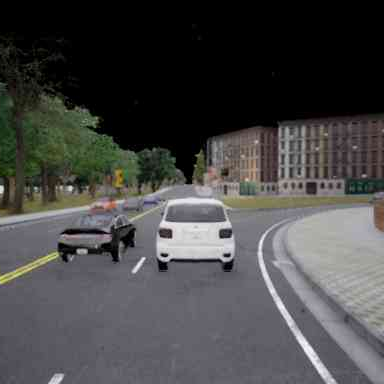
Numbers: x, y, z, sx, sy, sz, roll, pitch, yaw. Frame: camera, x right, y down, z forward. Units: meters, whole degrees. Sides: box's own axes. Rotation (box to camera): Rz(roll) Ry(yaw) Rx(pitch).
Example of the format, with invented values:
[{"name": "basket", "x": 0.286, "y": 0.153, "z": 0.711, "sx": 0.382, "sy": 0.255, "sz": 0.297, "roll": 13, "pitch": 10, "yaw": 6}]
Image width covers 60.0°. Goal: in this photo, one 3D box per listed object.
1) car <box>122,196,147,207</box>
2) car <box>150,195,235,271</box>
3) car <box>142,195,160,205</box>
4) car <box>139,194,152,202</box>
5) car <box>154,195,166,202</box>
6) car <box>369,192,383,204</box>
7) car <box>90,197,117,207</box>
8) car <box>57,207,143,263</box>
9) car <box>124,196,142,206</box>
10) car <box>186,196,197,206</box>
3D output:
[{"name": "car", "x": -6.656, "y": 1.518, "z": 37.578, "sx": 1.837, "sy": 1.490, "sz": 4.892, "roll": 0, "pitch": 0, "yaw": 0}, {"name": "car", "x": 0.092, "y": 1.234, "z": 11.114, "sx": 2.150, "sy": 2.045, "sz": 5.566, "roll": 0, "pitch": 0, "yaw": 0}, {"name": "car", "x": -6.649, "y": 1.415, "z": 54.002, "sx": 1.882, "sy": 1.535, "sz": 5.008, "roll": 0, "pitch": 1, "yaw": 0}, {"name": "car", "x": -9.878, "y": 1.305, "z": 71.236, "sx": 2.128, "sy": 1.511, "sz": 4.902, "roll": 0, "pitch": 1, "yaw": 0}, {"name": "car", "x": -6.624, "y": 1.348, "z": 69.419, "sx": 1.994, "sy": 1.385, "sz": 4.181, "roll": 0, "pitch": 1, "yaw": 0}, {"name": "car", "x": 27.862, "y": 0.826, "z": 48.270, "sx": 4.553, "sy": 1.767, "sz": 2.097, "roll": -2, "pitch": 2, "yaw": -32}, {"name": "car", "x": -9.905, "y": 1.369, "z": 37.462, "sx": 2.097, "sy": 1.767, "sz": 4.553, "roll": 0, "pitch": 0, "yaw": 0}, {"name": "car", "x": -3.167, "y": 1.500, "z": 11.989, "sx": 2.128, "sy": 1.511, "sz": 4.902, "roll": 0, "pitch": 0, "yaw": 0}, {"name": "car", "x": -9.879, "y": 1.473, "z": 56.237, "sx": 2.033, "sy": 1.411, "sz": 5.357, "roll": 0, "pitch": 0, "yaw": 1}, {"name": "car", "x": -0.094, "y": 1.457, "z": 53.553, "sx": 1.812, "sy": 1.442, "sz": 4.674, "roll": 0, "pitch": 0, "yaw": 0}]
